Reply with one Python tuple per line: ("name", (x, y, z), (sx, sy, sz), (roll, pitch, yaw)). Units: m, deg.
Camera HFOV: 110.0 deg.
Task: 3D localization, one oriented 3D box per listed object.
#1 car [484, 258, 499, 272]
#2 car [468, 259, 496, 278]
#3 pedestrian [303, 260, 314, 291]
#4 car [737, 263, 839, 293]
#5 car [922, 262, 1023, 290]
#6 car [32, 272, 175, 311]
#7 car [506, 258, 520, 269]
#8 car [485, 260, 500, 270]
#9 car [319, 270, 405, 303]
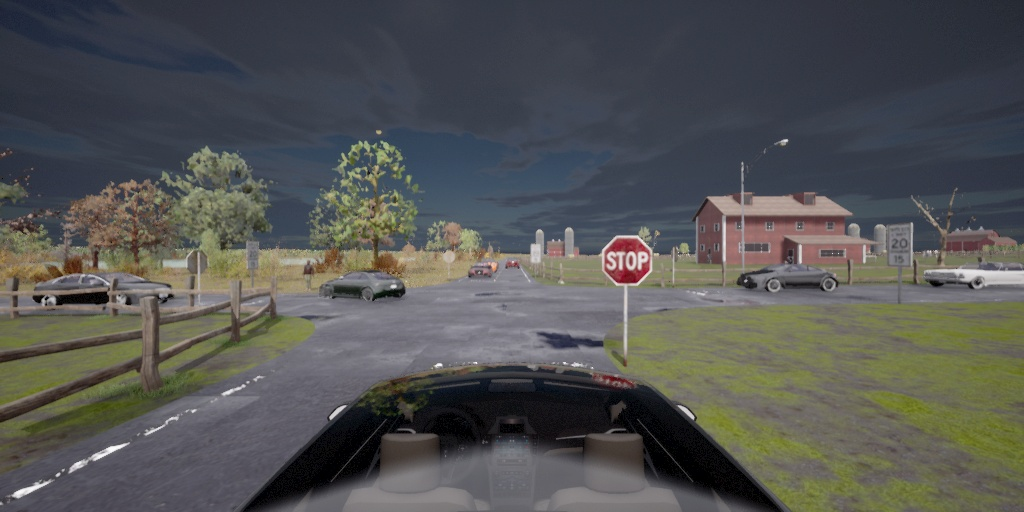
("car", (-2.842, 1.056, 42.817), (2.097, 1.767, 4.553), (0, 0, 0))
("car", (-2.843, 1.278, 33.062), (1.994, 1.385, 4.181), (0, 0, 0))
("pedestrian", (-12.160, 1.143, 21.389), (0.375, 1.860, 0.375), (0, 1, 0))
("car", (13.855, 1.065, 18.163), (4.181, 1.385, 1.994), (-1, 1, 1))
("car", (23.924, 0.954, 18.089), (4.718, 1.301, 1.895), (-1, 1, 0))
("car", (-17.463, 1.461, 15.477), (4.902, 1.511, 2.128), (-1, 1, 1))
("car", (0.093, 1.041, 56.210), (2.097, 1.767, 4.553), (0, 0, 0))
("car", (-2.840, 1.293, 52.710), (1.895, 1.301, 4.718), (0, 0, 0))
("car", (-7.202, 1.374, 17.215), (4.181, 1.385, 1.994), (-1, 0, 26))
